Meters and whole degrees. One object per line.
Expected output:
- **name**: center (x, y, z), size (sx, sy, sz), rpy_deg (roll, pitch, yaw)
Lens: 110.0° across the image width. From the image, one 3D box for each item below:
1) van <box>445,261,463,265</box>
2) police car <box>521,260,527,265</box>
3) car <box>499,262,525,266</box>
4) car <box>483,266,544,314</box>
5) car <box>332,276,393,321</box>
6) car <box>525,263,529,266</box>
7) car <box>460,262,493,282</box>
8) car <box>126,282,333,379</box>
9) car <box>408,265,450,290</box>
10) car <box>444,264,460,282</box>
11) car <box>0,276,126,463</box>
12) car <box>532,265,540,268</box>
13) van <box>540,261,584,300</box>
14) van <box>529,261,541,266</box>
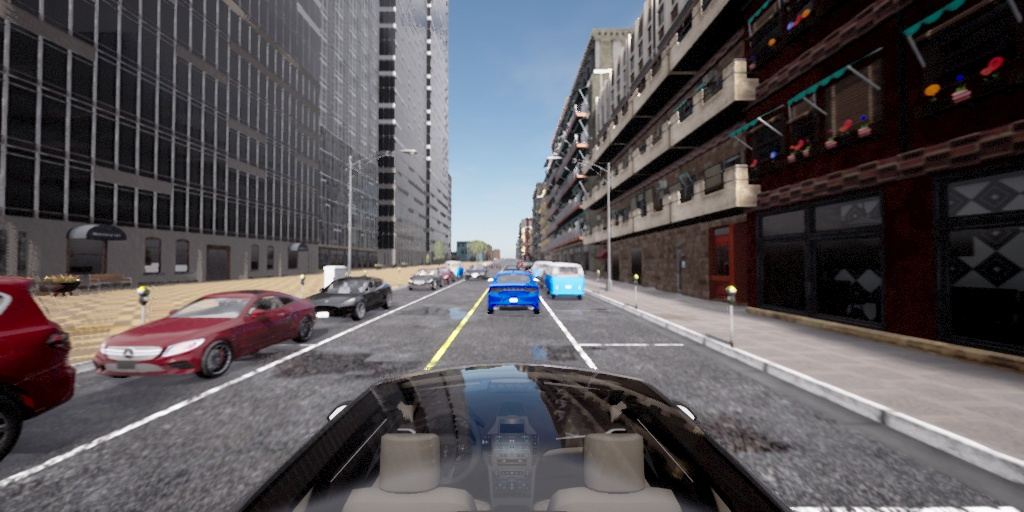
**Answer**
- **van**: center (-5.794, 1.408, 35.612), size (1.690, 1.789, 3.998), rpy_deg (0, 0, 0)
- **police car**: center (2.838, 1.648, 53.637), size (1.930, 1.638, 5.238), rpy_deg (0, 0, 0)
- **car**: center (-0.003, 1.583, 34.583), size (1.812, 1.442, 4.674), rpy_deg (0, -1, 0)
- **car**: center (0.055, 1.350, 14.558), size (1.882, 1.535, 5.008), rpy_deg (0, 0, 0)
- **car**: center (-5.723, 1.424, 13.028), size (1.948, 1.339, 4.313), rpy_deg (0, 0, 0)
- **car**: center (2.587, 1.649, 35.664), size (1.802, 1.307, 4.207), rpy_deg (0, 0, 0)
- **car**: center (-3.195, 1.539, 33.249), size (2.128, 1.511, 4.902), rpy_deg (0, -1, 0)
- **car**: center (-5.705, 1.387, 7.381), size (1.802, 1.307, 4.207), rpy_deg (0, 0, 0)
- **car**: center (-5.758, 1.514, 24.320), size (2.007, 1.370, 4.403), rpy_deg (0, 0, 0)
- **car**: center (-5.776, 1.598, 29.966), size (1.802, 1.307, 4.207), rpy_deg (0, 0, 0)
- **car**: center (-5.687, 1.065, 1.736), size (2.192, 1.841, 5.009), rpy_deg (0, 0, 0)
- **car**: center (2.622, 1.514, 24.372), size (2.007, 1.370, 4.403), rpy_deg (0, 0, 0)
- **van**: center (2.640, 1.252, 18.724), size (1.690, 1.789, 3.998), rpy_deg (0, 0, 0)
- **van**: center (2.605, 1.357, 30.017), size (1.690, 1.789, 3.998), rpy_deg (0, 0, 0)
